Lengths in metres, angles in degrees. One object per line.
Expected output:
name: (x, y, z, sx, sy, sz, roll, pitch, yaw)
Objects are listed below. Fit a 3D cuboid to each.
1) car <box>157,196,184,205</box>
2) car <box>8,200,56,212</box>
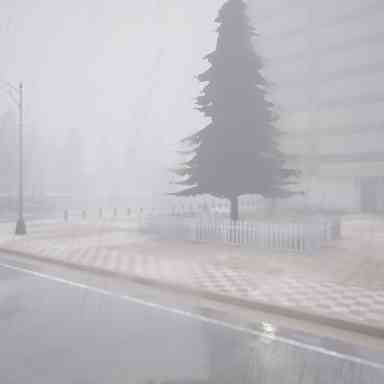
car: (-3.630, 1.169, 57.307, 2.150, 2.045, 5.566, 0, 0, 36)
car: (-17.988, 1.547, 37.517, 1.895, 1.301, 4.718, 0, 0, 36)
